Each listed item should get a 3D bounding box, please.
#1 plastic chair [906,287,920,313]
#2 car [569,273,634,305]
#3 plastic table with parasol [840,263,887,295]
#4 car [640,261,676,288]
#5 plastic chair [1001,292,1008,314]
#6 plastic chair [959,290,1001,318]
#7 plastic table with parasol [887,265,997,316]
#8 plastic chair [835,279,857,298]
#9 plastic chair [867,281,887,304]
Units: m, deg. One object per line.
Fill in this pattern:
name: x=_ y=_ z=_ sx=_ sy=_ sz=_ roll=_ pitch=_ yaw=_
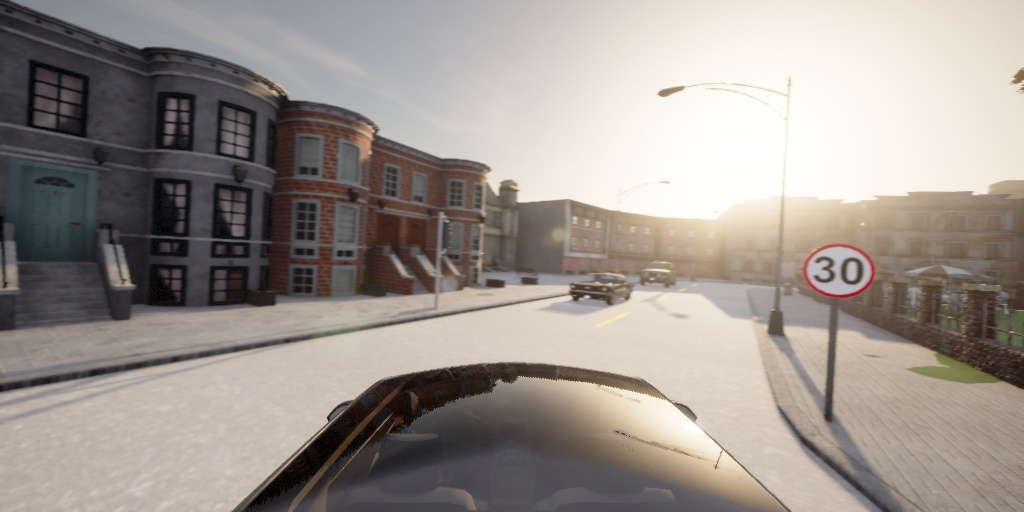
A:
plastic chair: x=20.325 y=2.266 z=17.980 sx=0.730 sy=1.272 sz=0.750 roll=0 pitch=0 yaw=-8
car: x=4.464 y=1.511 z=17.449 sx=1.895 sy=1.301 sz=4.718 roll=3 pitch=0 yaw=32
plastic table with parasol: x=24.982 y=1.944 z=24.993 sx=2.482 sy=2.480 sz=2.482 roll=0 pitch=0 yaw=32
car: x=12.434 y=1.488 z=30.339 sx=2.150 sy=2.045 sz=5.566 roll=3 pitch=1 yaw=32
plastic chair: x=29.012 y=2.778 z=21.551 sx=0.750 sy=1.272 sz=0.730 roll=0 pitch=0 yaw=-3
plastic chair: x=21.800 y=2.348 z=16.703 sx=0.750 sy=1.272 sz=0.730 roll=0 pitch=0 yaw=1
plastic table with parasol: x=21.545 y=1.691 z=18.065 sx=2.482 sy=2.480 sz=2.482 roll=0 pitch=0 yaw=-6
plastic chair: x=23.966 y=2.491 z=25.744 sx=0.730 sy=1.272 sz=0.750 roll=0 pitch=0 yaw=32
plastic chair: x=24.333 y=2.518 z=23.833 sx=0.750 sy=1.272 sz=0.730 roll=0 pitch=0 yaw=37
